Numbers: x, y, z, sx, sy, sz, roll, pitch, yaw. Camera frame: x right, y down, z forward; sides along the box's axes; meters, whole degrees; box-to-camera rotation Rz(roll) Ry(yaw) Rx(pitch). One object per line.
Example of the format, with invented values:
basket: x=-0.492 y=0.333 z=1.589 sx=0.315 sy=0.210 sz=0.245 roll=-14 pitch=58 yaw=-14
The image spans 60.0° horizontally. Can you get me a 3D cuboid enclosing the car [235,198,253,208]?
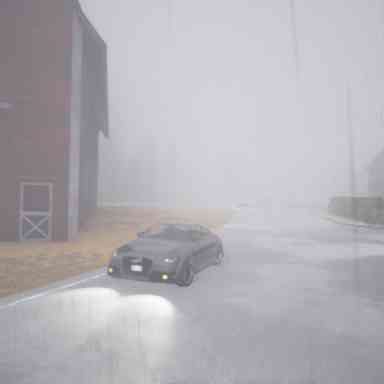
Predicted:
car: x=8.015 y=1.721 z=52.978 sx=1.882 sy=1.535 sz=5.008 roll=1 pitch=0 yaw=3

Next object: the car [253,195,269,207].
car: x=11.764 y=1.560 z=57.651 sx=2.150 sy=2.045 sz=5.566 roll=1 pitch=0 yaw=-1

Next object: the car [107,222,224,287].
car: x=-0.518 y=1.567 z=9.420 sx=1.994 sy=1.385 sz=4.181 roll=1 pitch=0 yaw=22
